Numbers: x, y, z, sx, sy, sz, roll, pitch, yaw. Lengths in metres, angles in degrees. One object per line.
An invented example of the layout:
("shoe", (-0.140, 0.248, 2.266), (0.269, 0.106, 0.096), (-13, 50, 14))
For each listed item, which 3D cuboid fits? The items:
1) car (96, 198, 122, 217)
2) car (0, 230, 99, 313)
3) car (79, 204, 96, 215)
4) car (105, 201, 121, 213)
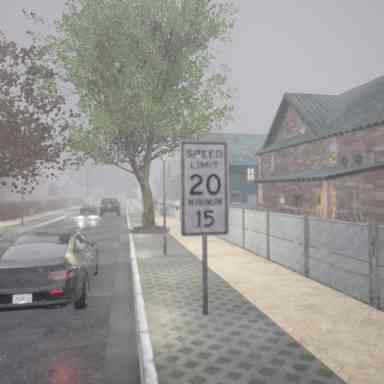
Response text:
("car", (-9.277, 1.669, 37.890), (2.150, 2.045, 5.566), (-1, -1, -11))
("car", (-3.243, 1.615, 7.720), (1.812, 1.442, 4.674), (-1, -1, -11))
("car", (-12.890, 2.133, 41.655), (1.895, 1.301, 4.718), (-1, -1, -11))
("car", (-11.350, 2.113, 47.932), (2.033, 1.411, 5.357), (-1, -1, -11))
